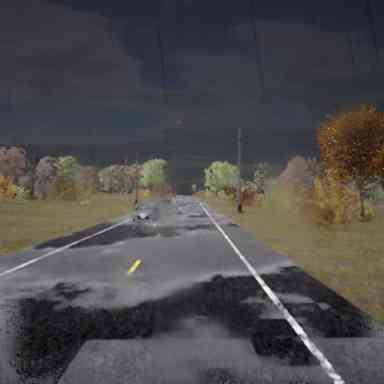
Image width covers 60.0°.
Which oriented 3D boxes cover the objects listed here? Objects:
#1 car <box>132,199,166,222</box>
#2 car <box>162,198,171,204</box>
[{"bbox_3d":[-3.600,1.579,26.958,2.128,1.511,4.902,0,0,0],"label":"car"},{"bbox_3d":[-5.289,1.831,67.939,1.895,1.301,4.718,0,0,-7],"label":"car"}]
